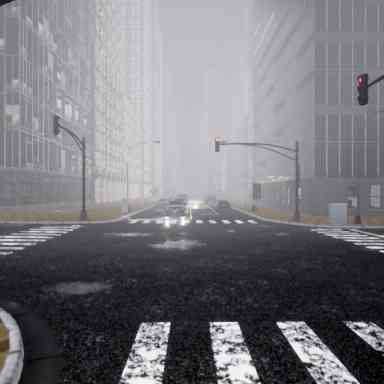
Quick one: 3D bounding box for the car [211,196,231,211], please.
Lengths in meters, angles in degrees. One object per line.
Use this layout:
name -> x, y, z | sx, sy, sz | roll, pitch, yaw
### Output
car -> 3.823, 1.579, 41.749 | 1.947, 1.339, 4.313 | 0, 0, 0

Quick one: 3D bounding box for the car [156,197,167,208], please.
car -> -4.143, 1.593, 47.223 | 1.802, 1.307, 4.206 | 0, 0, 0

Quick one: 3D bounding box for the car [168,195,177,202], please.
car -> -4.329, 1.426, 74.861 | 1.967, 1.590, 4.097 | 0, 0, 0

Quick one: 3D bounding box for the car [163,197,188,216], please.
car -> -1.585, 1.543, 33.103 | 1.812, 1.442, 4.674 | 0, 0, 0

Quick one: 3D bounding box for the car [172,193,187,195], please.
car -> -1.726, 1.226, 56.734 | 2.150, 2.045, 5.566 | 0, 0, 0

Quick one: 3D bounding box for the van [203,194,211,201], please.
van -> 3.513, 1.321, 80.441 | 1.690, 1.788, 3.998 | 0, 0, 0

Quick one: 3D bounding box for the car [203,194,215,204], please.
car -> 3.625, 1.313, 63.858 | 2.192, 1.841, 5.009 | 0, 0, 0

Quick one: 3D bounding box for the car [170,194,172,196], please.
car -> -4.255, 1.564, 63.805 | 1.947, 1.339, 4.313 | 0, 0, 0

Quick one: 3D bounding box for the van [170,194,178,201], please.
van -> -4.367, 1.321, 80.388 | 1.690, 1.788, 3.998 | 0, 0, 0

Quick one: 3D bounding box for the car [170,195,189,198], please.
car -> -1.651, 1.517, 43.465 | 1.837, 1.490, 4.892 | 0, 0, 0

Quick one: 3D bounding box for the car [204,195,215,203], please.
car -> 3.588, 1.432, 69.386 | 1.967, 1.590, 4.097 | 0, 0, 0
